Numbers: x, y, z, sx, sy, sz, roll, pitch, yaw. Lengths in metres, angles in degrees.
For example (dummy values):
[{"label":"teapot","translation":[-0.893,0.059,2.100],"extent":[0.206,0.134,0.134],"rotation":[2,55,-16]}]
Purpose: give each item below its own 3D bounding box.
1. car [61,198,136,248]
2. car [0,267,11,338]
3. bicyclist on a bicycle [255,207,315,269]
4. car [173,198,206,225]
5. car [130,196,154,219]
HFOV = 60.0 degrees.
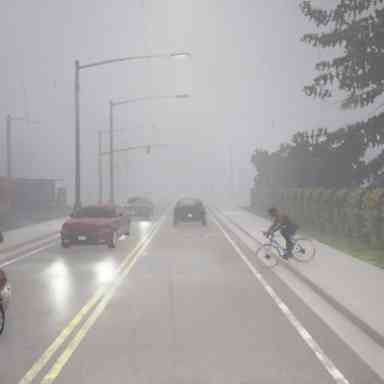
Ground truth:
[{"label":"car","translation":[-3.756,1.243,13.727],"extent":[1.882,1.535,5.008],"rotation":[0,1,-1]},{"label":"car","translation":[-3.607,1.469,3.247],"extent":[1.812,1.442,4.674],"rotation":[0,1,-1]},{"label":"bicyclist on a bicycle","translation":[2.448,1.202,8.976],"extent":[1.656,1.620,0.582],"rotation":[-9,1,-1]},{"label":"car","translation":[-0.152,1.118,20.978],"extent":[1.882,1.535,5.008],"rotation":[0,1,-1]},{"label":"car","translation":[-3.865,1.093,24.117],"extent":[1.837,1.490,4.892],"rotation":[0,1,0]}]
